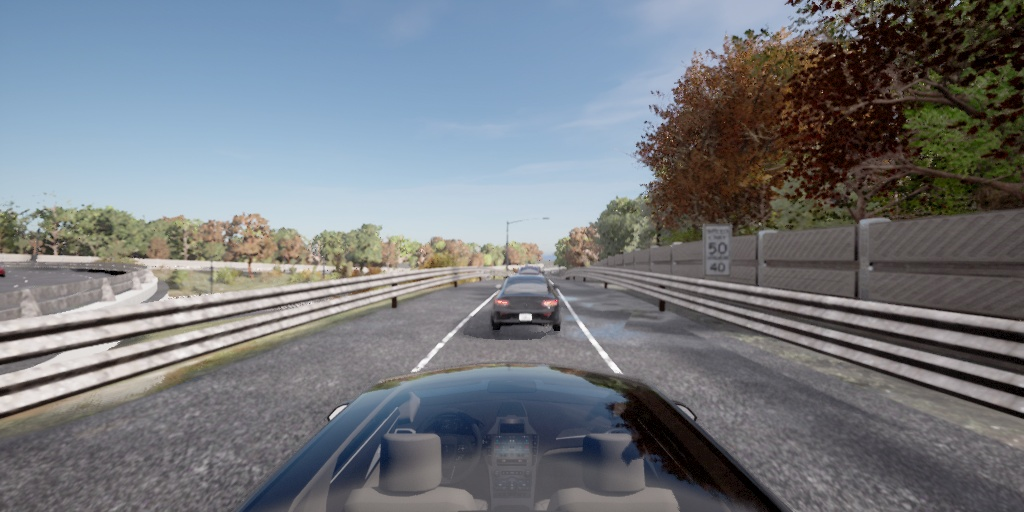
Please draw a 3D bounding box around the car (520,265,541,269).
[{"bbox_3d":[1.098,1.386,22.708,1.812,1.442,4.674,0,-1,4],"label":"car"}]

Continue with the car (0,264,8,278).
[{"bbox_3d":[-49.556,1.314,33.904,4.674,1.442,1.812,0,0,32],"label":"car"}]

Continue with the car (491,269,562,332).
[{"bbox_3d":[0.458,1.288,10.795,1.812,1.442,4.674,0,0,3],"label":"car"}]
